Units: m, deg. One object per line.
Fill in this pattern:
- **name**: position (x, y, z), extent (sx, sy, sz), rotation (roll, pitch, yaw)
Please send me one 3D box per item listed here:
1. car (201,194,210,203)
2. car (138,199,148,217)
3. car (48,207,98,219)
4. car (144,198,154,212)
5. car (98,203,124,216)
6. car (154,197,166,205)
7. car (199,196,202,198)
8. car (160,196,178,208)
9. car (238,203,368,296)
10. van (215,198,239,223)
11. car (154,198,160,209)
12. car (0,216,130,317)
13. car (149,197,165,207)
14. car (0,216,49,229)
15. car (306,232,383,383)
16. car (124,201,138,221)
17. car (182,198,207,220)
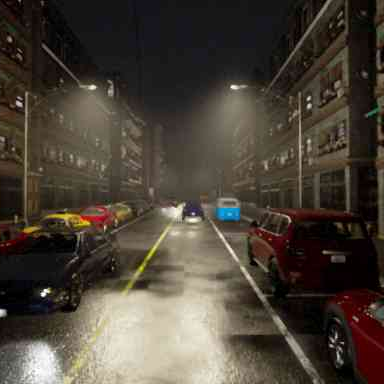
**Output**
- **car**: position (2.700, 1.405, 71.075), extent (2.192, 1.841, 5.009), rotation (1, 0, 0)
- **car**: position (-5.647, 1.600, 31.220), extent (1.947, 1.339, 4.313), rotation (1, 0, 0)
- **car**: position (-5.644, 1.540, 13.995), extent (1.752, 1.417, 4.829), rotation (1, 0, 0)
- **car**: position (-5.647, 1.567, 36.734), extent (1.752, 1.417, 4.829), rotation (1, 0, 0)
- **car**: position (-5.645, 1.566, 19.851), extent (1.887, 1.381, 4.507), rotation (1, 0, 0)
- **car**: position (-5.650, 1.655, 59.644), extent (1.802, 1.307, 4.206), rotation (1, 0, 0)
- **car**: position (0.095, 1.654, 46.098), extent (1.895, 1.301, 4.718), rotation (0, 0, 0)
- **car**: position (-3.086, 1.409, 48.065), extent (2.097, 1.767, 4.553), rotation (0, 0, 0)
- **car**: position (2.707, 1.324, 8.542), extent (2.192, 1.841, 5.009), rotation (1, 0, 0)
- **van**: position (2.704, 1.369, 25.597), extent (1.690, 1.788, 3.998), rotation (1, 0, 0)
- **car**: position (-5.646, 1.489, 42.591), extent (1.967, 1.590, 4.097), rotation (1, 0, 0)
- **car**: position (-3.101, 1.556, 7.992), extent (2.033, 1.411, 5.357), rotation (0, 0, 0)
- **car**: position (-5.649, 1.615, 53.959), extent (2.008, 1.369, 4.403), rotation (1, 0, 0)
- **car**: position (-5.644, 1.554, 8.481), extent (1.887, 1.381, 4.507), rotation (1, 0, 0)
- **car**: position (2.705, 1.443, 2.858), extent (1.967, 1.590, 4.097), rotation (1, 0, 0)
- **car**: position (-5.646, 1.553, 25.366), extent (1.752, 1.417, 4.829), rotation (1, 0, 0)
- **car**: position (0.095, 1.556, 28.470), extent (1.812, 1.442, 4.674), rotation (0, 0, 0)
